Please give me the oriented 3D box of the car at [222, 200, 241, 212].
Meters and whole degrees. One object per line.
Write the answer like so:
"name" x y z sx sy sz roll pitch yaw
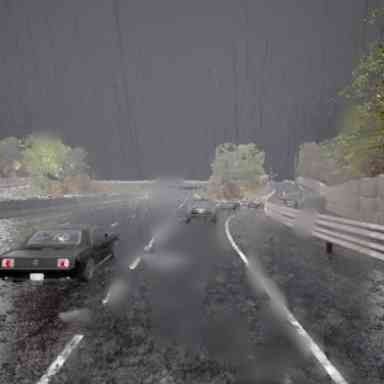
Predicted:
"car" 4.906 1.712 41.441 2.128 1.511 4.902 0 -1 19

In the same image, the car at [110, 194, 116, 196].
"car" -20.980 1.372 88.928 2.128 1.511 4.902 0 0 0

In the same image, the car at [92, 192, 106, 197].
"car" -20.984 1.389 72.679 2.128 1.511 4.902 0 0 0

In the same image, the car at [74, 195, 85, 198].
"car" -24.484 1.388 72.680 1.812 1.442 4.674 0 0 0

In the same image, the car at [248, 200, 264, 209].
"car" 10.560 2.027 54.624 1.812 1.442 4.674 0 -1 26

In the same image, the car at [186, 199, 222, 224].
"car" 0.878 1.304 24.321 2.097 1.767 4.553 0 0 8

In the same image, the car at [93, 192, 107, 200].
"car" -24.480 1.072 88.899 2.150 2.045 5.566 0 0 0

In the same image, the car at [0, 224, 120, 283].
"car" -3.399 1.581 9.529 1.895 1.301 4.718 0 0 0

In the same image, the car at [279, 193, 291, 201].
"car" 22.832 1.506 82.489 2.097 1.767 4.553 0 3 20
